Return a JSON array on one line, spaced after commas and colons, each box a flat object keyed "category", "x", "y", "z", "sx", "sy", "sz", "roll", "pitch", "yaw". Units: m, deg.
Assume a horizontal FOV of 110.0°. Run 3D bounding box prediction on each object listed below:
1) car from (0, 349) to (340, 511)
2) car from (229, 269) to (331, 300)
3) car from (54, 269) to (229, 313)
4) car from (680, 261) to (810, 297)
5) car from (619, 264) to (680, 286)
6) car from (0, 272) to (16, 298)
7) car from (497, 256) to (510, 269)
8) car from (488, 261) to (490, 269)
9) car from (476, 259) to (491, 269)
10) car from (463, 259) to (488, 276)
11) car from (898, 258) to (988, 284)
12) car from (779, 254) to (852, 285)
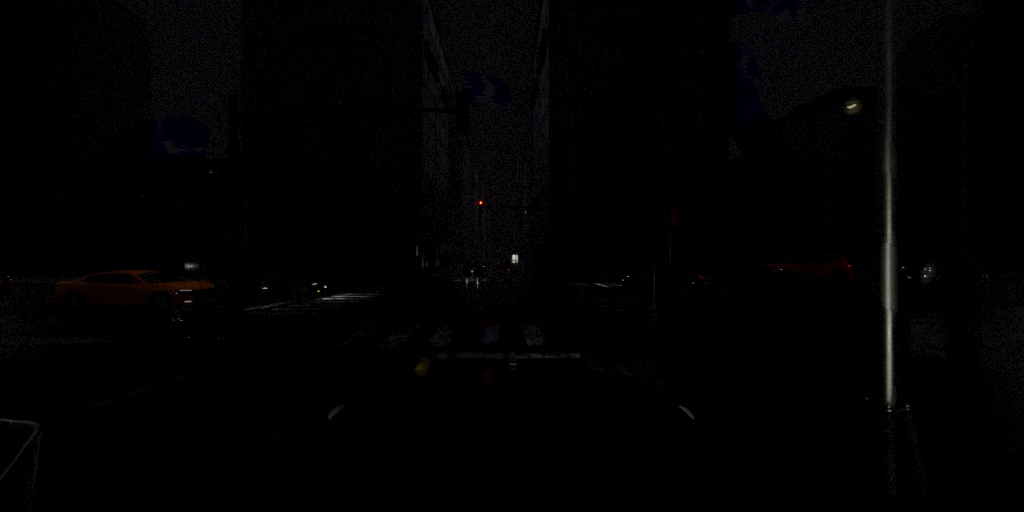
[{"category": "car", "x": -2.899, "y": 1.351, "z": 1.826, "sx": 1.895, "sy": 1.301, "sz": 4.718, "roll": 0, "pitch": 0, "yaw": 1}, {"category": "car", "x": -11.187, "y": 1.347, "z": 17.426, "sx": 4.181, "sy": 1.385, "sz": 1.994, "roll": 0, "pitch": 0, "yaw": -7}, {"category": "car", "x": -14.269, "y": 1.274, "z": 13.801, "sx": 5.008, "sy": 1.535, "sz": 1.882, "roll": 0, "pitch": 0, "yaw": -2}, {"category": "car", "x": 11.454, "y": 1.170, "z": 17.854, "sx": 5.008, "sy": 1.535, "sz": 1.882, "roll": 0, "pitch": 0, "yaw": -2}, {"category": "car", "x": 10.222, "y": 1.244, "z": 24.519, "sx": 5.357, "sy": 1.411, "sz": 2.033, "roll": 0, "pitch": 0, "yaw": -2}, {"category": "car", "x": -27.012, "y": 1.068, "z": 16.670, "sx": 5.566, "sy": 2.045, "sz": 2.150, "roll": 0, "pitch": 0, "yaw": -2}, {"category": "car", "x": -1.394, "y": 1.144, "z": 59.554, "sx": 2.097, "sy": 1.767, "sz": 4.553, "roll": 0, "pitch": 0, "yaw": -2}, {"category": "car", "x": -4.263, "y": 1.285, "z": 47.894, "sx": 1.837, "sy": 1.490, "sz": 4.892, "roll": 0, "pitch": 0, "yaw": -2}, {"category": "car", "x": -4.542, "y": 1.282, "z": 58.289, "sx": 2.128, "sy": 1.511, "sz": 4.902, "roll": 0, "pitch": 0, "yaw": -1}, {"category": "car", "x": -3.982, "y": 1.260, "z": 37.514, "sx": 2.128, "sy": 1.511, "sz": 4.902, "roll": 0, "pitch": 0, "yaw": -2}, {"category": "car", "x": 30.072, "y": 0.982, "z": 25.122, "sx": 4.553, "sy": 1.767, "sz": 2.097, "roll": 0, "pitch": 0, "yaw": -2}, {"category": "car", "x": 20.180, "y": 0.883, "z": 24.826, "sx": 5.566, "sy": 2.045, "sz": 2.150, "roll": 0, "pitch": 0, "yaw": -2}]
